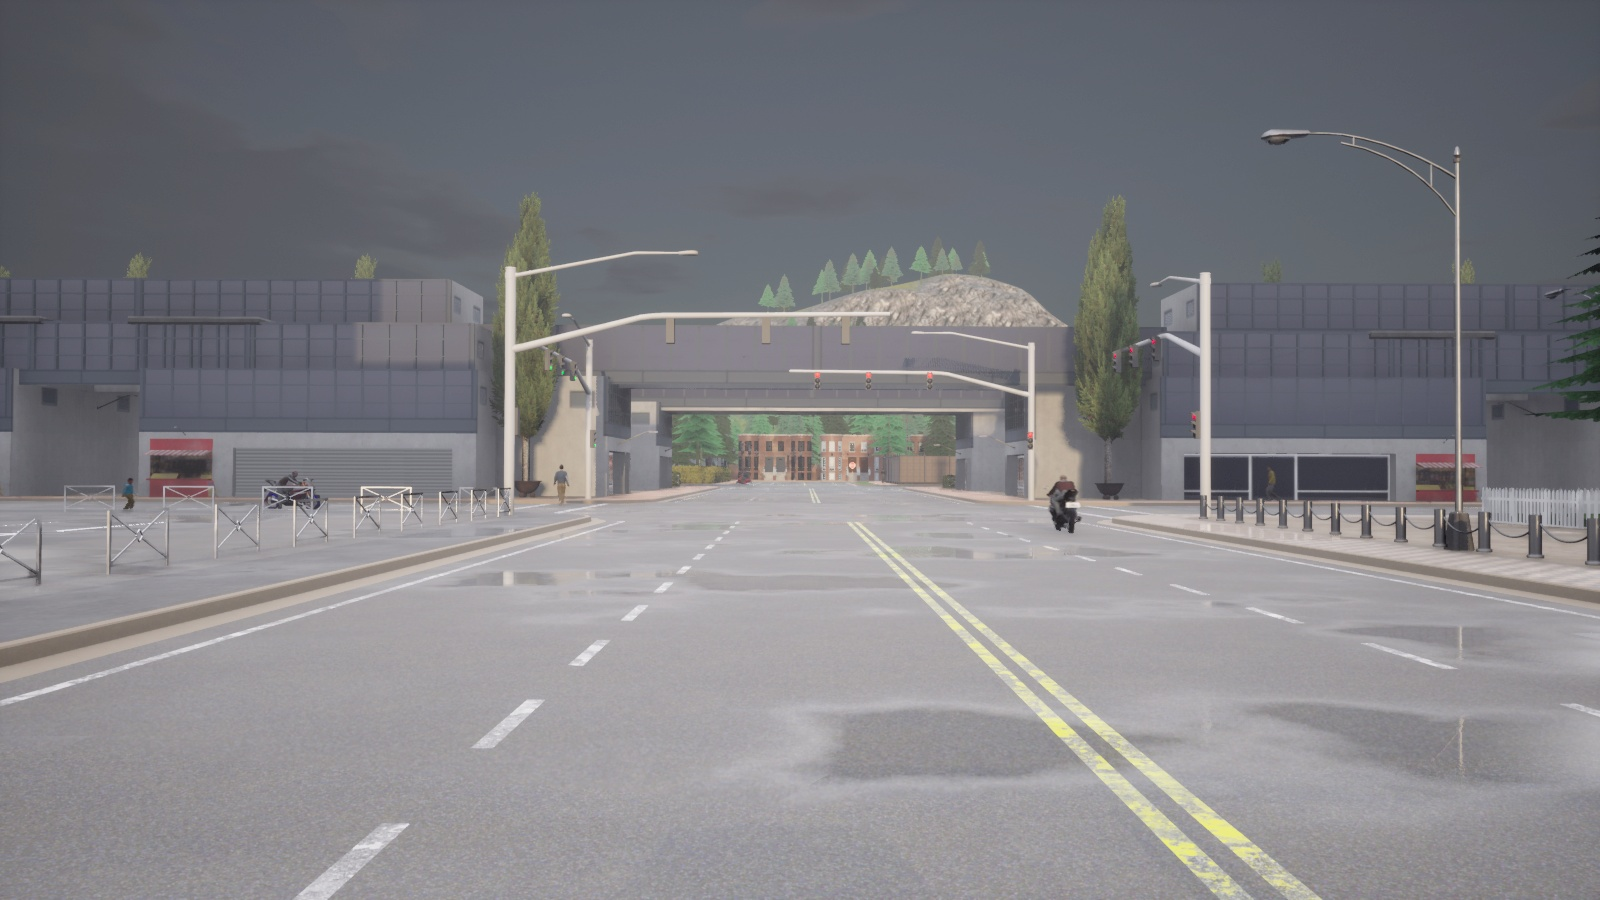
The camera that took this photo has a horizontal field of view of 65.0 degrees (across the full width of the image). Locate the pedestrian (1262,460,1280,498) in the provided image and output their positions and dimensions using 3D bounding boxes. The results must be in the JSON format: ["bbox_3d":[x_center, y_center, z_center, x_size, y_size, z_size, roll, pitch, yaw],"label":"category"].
[{"bbox_3d":[22.716,1.397,60.588,0.709,1.840,0.431,0,-1,0],"label":"pedestrian"}]

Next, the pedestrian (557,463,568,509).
[{"bbox_3d":[-10.265,1.542,54.208,0.423,1.949,0.788,0,-1,-7],"label":"pedestrian"}]

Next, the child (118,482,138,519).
[{"bbox_3d":[-21.621,1.616,40.379,0.448,1.192,0.343,0,-1,4],"label":"child"}]

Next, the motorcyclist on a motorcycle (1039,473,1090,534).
[{"bbox_3d":[6.893,1.372,32.836,0.866,1.530,2.191,0,-1,0],"label":"motorcyclist on a motorcycle"}]

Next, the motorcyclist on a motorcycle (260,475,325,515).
[{"bbox_3d":[-19.648,1.743,48.641,2.191,1.530,0.866,0,-1,1],"label":"motorcyclist on a motorcycle"}]
